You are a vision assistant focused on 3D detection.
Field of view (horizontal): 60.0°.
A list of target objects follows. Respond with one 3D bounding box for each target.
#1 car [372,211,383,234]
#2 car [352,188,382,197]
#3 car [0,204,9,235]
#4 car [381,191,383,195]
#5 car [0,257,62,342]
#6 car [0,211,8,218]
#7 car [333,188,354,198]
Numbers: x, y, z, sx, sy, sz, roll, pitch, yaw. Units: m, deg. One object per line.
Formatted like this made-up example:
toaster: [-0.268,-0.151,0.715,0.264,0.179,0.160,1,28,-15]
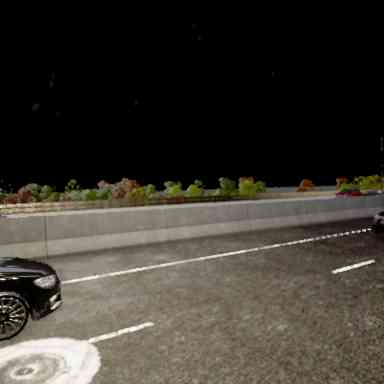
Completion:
car: [9.949,1.154,14.963,4.181,1.385,1.994,-2,1,-35]
car: [22.493,0.516,41.057,5.357,1.411,2.033,-2,1,-35]
car: [-12.187,1.507,16.804,4.902,1.511,2.128,-2,1,-35]
car: [23.950,0.585,37.807,4.718,1.301,1.895,-2,1,-35]
car: [-4.532,1.519,4.829,4.902,1.511,2.128,-2,1,-35]
car: [-10.171,1.367,13.943,4.553,1.767,2.097,-2,1,-35]
car: [20.661,0.315,44.040,4.553,1.767,2.097,-2,1,-35]
